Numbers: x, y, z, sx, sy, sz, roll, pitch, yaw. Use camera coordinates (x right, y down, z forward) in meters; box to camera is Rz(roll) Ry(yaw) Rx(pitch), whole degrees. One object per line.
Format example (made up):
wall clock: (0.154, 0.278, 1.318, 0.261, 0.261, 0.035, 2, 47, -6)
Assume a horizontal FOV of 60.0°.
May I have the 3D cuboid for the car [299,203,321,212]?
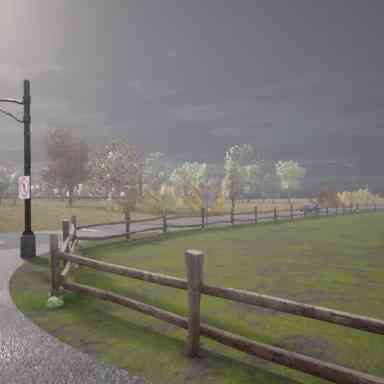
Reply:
car: (18.929, 2.448, 52.965, 2.033, 1.411, 5.357, -1, -2, 40)
